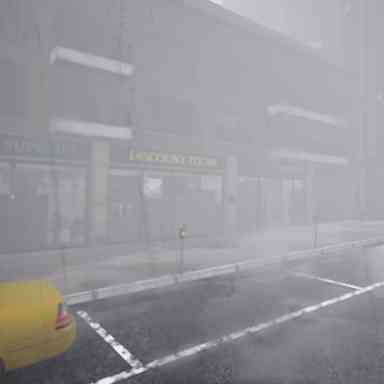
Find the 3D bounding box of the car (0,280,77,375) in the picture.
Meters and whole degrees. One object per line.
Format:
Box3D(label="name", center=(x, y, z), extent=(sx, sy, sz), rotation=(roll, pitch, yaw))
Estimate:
Box3D(label="car", center=(-3.765, 1.539, 3.385), extent=(4.829, 1.417, 1.752), rotation=(-1, 2, -35))
